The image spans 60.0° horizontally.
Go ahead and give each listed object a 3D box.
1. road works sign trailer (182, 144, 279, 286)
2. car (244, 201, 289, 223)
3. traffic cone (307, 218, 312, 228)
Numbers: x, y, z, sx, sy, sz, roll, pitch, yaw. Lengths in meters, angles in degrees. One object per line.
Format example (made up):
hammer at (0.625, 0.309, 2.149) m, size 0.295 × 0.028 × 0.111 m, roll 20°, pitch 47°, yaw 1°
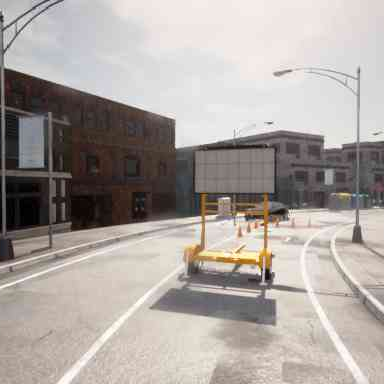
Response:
road works sign trailer at (1.251, 0.462, 9.687) m, size 2.380 × 3.560 × 2.880 m, roll 0°, pitch 0°, yaw 20°
car at (5.858, 1.463, 25.861) m, size 1.882 × 1.535 × 5.008 m, roll 1°, pitch 0°, yaw 39°
traffic cone at (7.479, 1.982, 21.165) m, size 0.340 × 0.580 × 0.340 m, roll 1°, pitch 0°, yaw 22°
